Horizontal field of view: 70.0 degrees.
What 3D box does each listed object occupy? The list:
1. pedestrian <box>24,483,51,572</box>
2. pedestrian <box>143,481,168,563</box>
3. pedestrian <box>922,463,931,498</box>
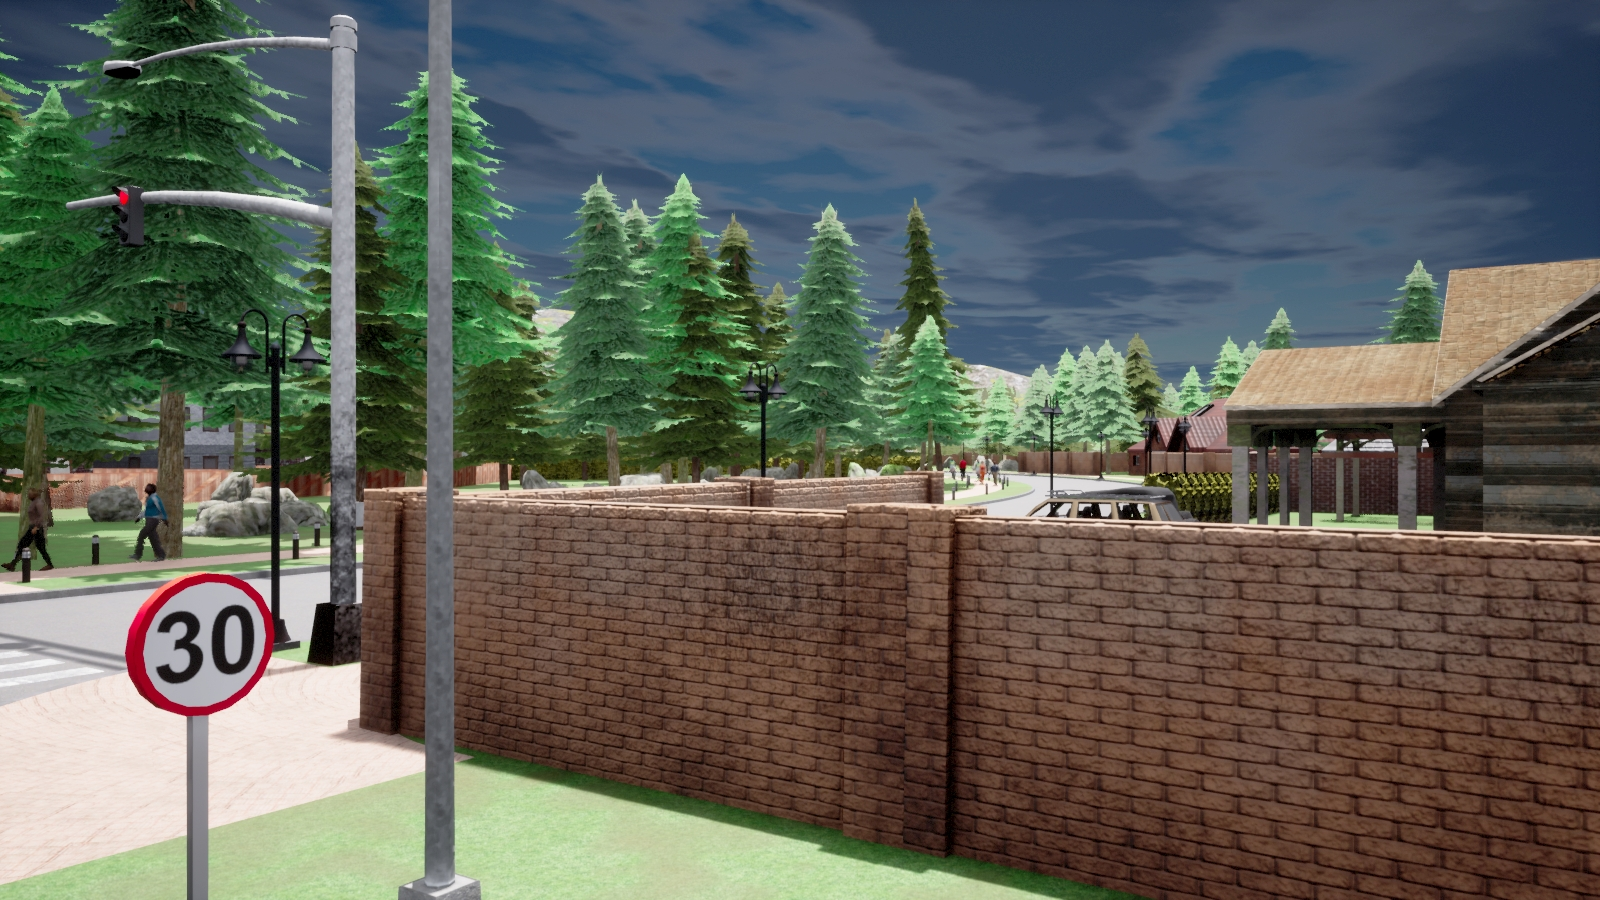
[{"bbox_3d":[-16.283,1.647,24.398,0.375,1.860,0.375,0,0,38],"label":"pedestrian"},{"bbox_3d":[-14.827,1.646,26.277,0.375,1.860,0.375,0,0,36],"label":"pedestrian"},{"bbox_3d":[6.784,1.645,61.355,0.375,1.860,0.375,0,0,27],"label":"pedestrian"}]
